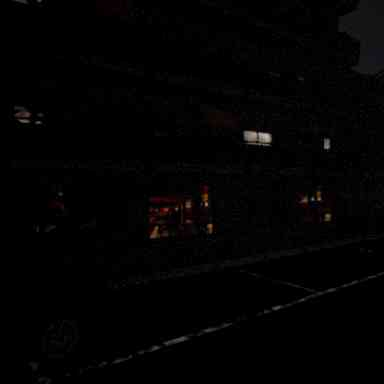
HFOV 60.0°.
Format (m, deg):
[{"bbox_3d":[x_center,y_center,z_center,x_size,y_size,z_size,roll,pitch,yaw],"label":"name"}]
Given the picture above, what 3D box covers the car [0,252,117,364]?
[{"bbox_3d":[-3.243,1.549,4.247,4.507,1.381,1.887,-1,1,-35],"label":"car"}]
